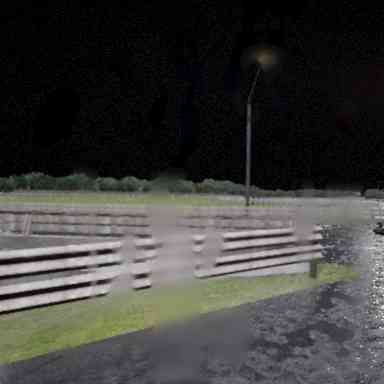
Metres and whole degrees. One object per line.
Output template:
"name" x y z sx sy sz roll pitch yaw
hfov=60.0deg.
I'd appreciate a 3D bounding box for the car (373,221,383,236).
"car" 11.861 1.799 16.272 5.357 1.411 2.033 1 0 -2
